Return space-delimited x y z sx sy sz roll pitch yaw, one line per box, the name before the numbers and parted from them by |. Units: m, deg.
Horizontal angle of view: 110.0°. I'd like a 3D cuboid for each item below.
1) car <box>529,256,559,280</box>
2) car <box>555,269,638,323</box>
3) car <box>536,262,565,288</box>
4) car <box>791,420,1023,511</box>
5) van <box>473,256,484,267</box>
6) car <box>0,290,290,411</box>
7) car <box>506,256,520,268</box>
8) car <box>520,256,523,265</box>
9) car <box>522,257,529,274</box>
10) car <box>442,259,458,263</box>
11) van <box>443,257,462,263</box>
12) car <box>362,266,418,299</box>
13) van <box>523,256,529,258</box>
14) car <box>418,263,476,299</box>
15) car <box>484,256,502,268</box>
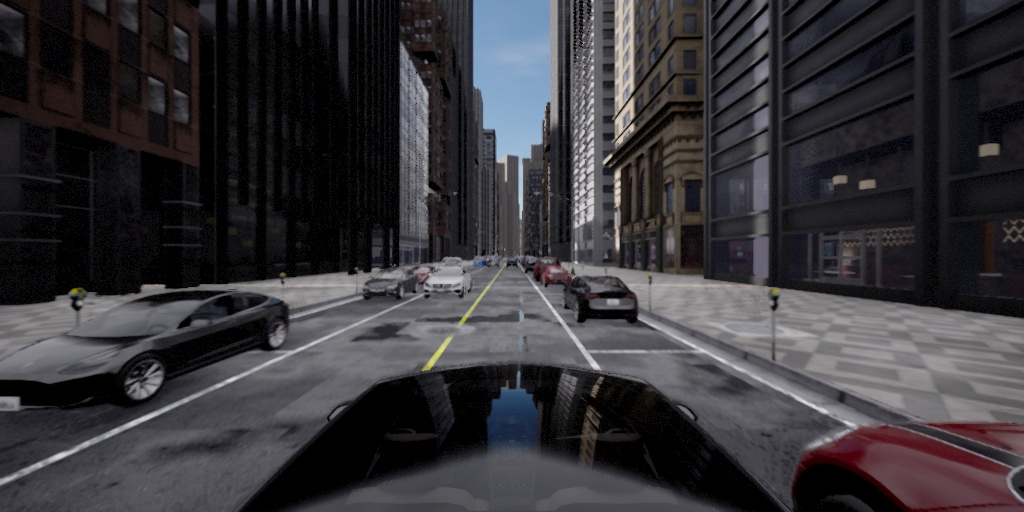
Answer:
car | 2.765 1.007 28.704 2.192 1.841 5.009 0 0 0
car | 2.763 1.292 11.877 1.948 1.339 4.313 0 0 0
car | 2.765 1.285 23.095 1.802 1.307 4.207 0 0 0
car | 2.762 1.192 0.659 1.967 1.591 4.097 0 0 0
van | -5.756 0.972 62.350 1.690 1.789 3.998 0 0 0
car | -5.762 1.305 6.255 1.948 1.339 4.313 0 0 0
car | 0.006 1.142 58.363 1.837 1.490 4.892 0 0 0
car | 2.769 0.945 62.359 2.192 1.841 5.009 0 0 0
car | 2.359 1.174 40.482 1.837 1.490 4.892 0 0 0
car | -5.760 1.218 28.523 1.751 1.417 4.829 0 0 0
van | -5.759 1.022 34.302 1.690 1.789 3.998 0 0 0
car | -5.761 1.265 17.474 2.007 1.370 4.403 0 0 0
van | 2.768 0.991 51.141 1.690 1.789 3.998 0 0 0
car | -3.104 1.239 18.045 1.812 1.442 4.674 0 0 0
car | -3.034 1.127 59.294 2.128 1.511 4.902 0 0 1
